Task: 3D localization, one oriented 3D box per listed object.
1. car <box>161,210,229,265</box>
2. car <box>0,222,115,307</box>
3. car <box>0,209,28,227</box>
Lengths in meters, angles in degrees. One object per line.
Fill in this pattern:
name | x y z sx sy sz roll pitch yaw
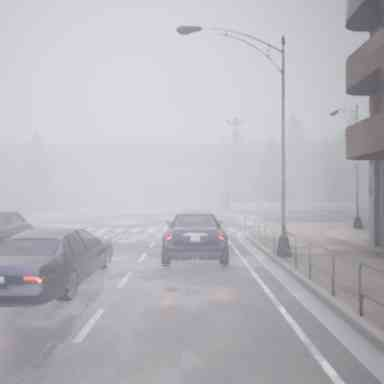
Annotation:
car | 0.098 1.420 12.032 2.097 1.767 4.553 0 0 0
car | -3.401 1.595 8.303 2.033 1.411 5.357 0 0 0
car | -7.024 1.412 10.792 2.097 1.767 4.553 0 0 0
